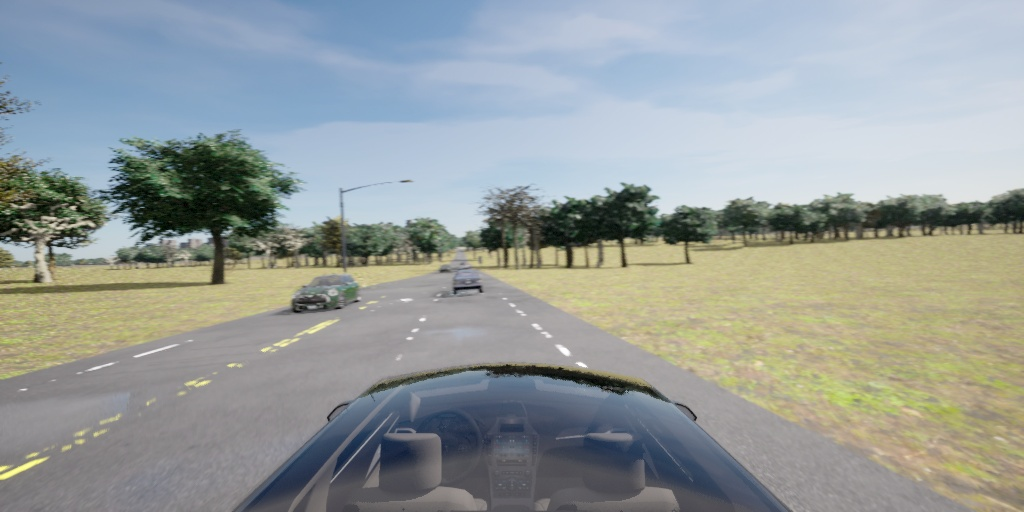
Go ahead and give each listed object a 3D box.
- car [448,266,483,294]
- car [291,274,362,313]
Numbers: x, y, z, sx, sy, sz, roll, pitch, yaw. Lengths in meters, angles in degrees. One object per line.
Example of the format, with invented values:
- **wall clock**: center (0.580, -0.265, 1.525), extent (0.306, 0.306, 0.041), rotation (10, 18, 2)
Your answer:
- **car**: center (-2.896, 1.614, 23.311), extent (2.033, 1.411, 5.357), rotation (-3, 0, -8)
- **car**: center (-9.303, 1.751, 18.291), extent (2.097, 1.767, 4.553), rotation (-3, 0, -8)
